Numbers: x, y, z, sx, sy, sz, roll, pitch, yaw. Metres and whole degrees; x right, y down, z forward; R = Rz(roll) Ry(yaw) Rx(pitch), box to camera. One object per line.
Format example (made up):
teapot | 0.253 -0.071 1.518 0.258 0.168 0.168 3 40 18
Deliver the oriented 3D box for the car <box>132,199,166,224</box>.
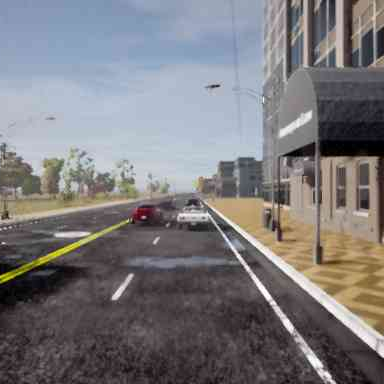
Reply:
car | -3.155 1.488 24.083 1.812 1.442 4.674 0 0 0

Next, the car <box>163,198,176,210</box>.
car | -3.156 1.496 42.085 1.994 1.385 4.181 0 0 0

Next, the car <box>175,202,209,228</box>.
car | 0.092 1.567 21.695 1.895 1.301 4.718 0 0 0

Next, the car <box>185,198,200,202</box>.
car | 0.093 1.458 41.864 1.812 1.442 4.674 0 0 0

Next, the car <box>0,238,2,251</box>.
car | -6.584 1.212 7.346 2.150 2.045 5.566 0 0 0
